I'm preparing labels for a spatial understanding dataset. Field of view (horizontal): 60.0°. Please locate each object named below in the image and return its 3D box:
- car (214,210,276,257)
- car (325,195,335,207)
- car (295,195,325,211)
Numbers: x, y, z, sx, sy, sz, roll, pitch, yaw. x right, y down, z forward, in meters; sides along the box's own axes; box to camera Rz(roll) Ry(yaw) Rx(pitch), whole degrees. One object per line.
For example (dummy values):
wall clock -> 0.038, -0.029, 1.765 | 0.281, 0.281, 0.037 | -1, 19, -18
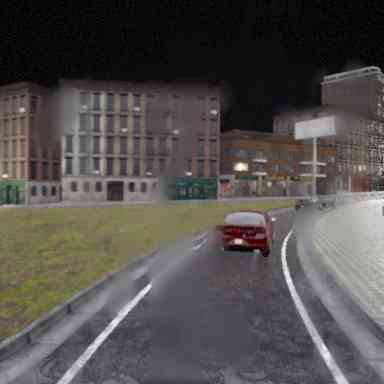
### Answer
car -> 2.197, 1.424, 13.045 | 1.882, 1.535, 5.008 | 1, 1, 17
car -> 15.657, 1.000, 39.787 | 1.994, 1.385, 4.181 | 1, 2, 38
car -> 11.999, 1.113, 34.234 | 1.837, 1.490, 4.892 | 1, 2, 32
